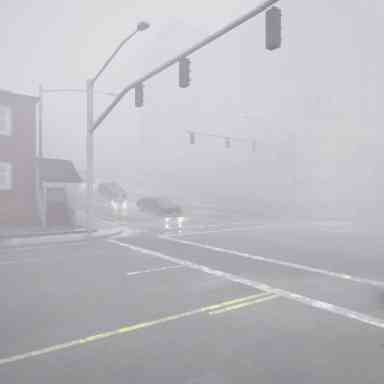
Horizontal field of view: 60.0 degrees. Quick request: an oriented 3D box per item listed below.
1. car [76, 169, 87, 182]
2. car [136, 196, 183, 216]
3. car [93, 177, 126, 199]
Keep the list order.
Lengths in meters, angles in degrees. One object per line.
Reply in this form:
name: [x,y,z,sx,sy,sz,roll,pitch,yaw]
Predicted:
car: [-14.927,-2.317,45.367,2.033,1.411,5.357,0,12,-35]
car: [-2.943,1.087,28.676,2.033,1.411,5.357,0,5,-36]
car: [-8.922,-0.283,37.000,2.128,1.511,4.902,0,10,-35]
